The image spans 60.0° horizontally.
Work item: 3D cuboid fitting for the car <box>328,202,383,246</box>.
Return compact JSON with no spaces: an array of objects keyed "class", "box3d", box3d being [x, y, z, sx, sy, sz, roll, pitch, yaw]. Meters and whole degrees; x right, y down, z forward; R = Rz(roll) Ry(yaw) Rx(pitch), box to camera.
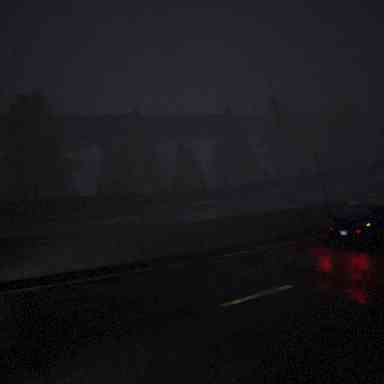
[{"class":"car","box3d":[7.288,1.133,13.232,4.674,1.442,1.812,-4,2,-35]}]
